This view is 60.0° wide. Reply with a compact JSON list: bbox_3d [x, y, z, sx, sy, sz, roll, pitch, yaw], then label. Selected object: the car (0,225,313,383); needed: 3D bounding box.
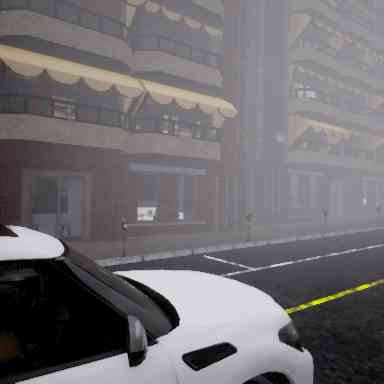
[{"bbox_3d":[-1.605,1.217,2.135,5.566,2.045,2.150,0,0,-35],"label":"car"}]
